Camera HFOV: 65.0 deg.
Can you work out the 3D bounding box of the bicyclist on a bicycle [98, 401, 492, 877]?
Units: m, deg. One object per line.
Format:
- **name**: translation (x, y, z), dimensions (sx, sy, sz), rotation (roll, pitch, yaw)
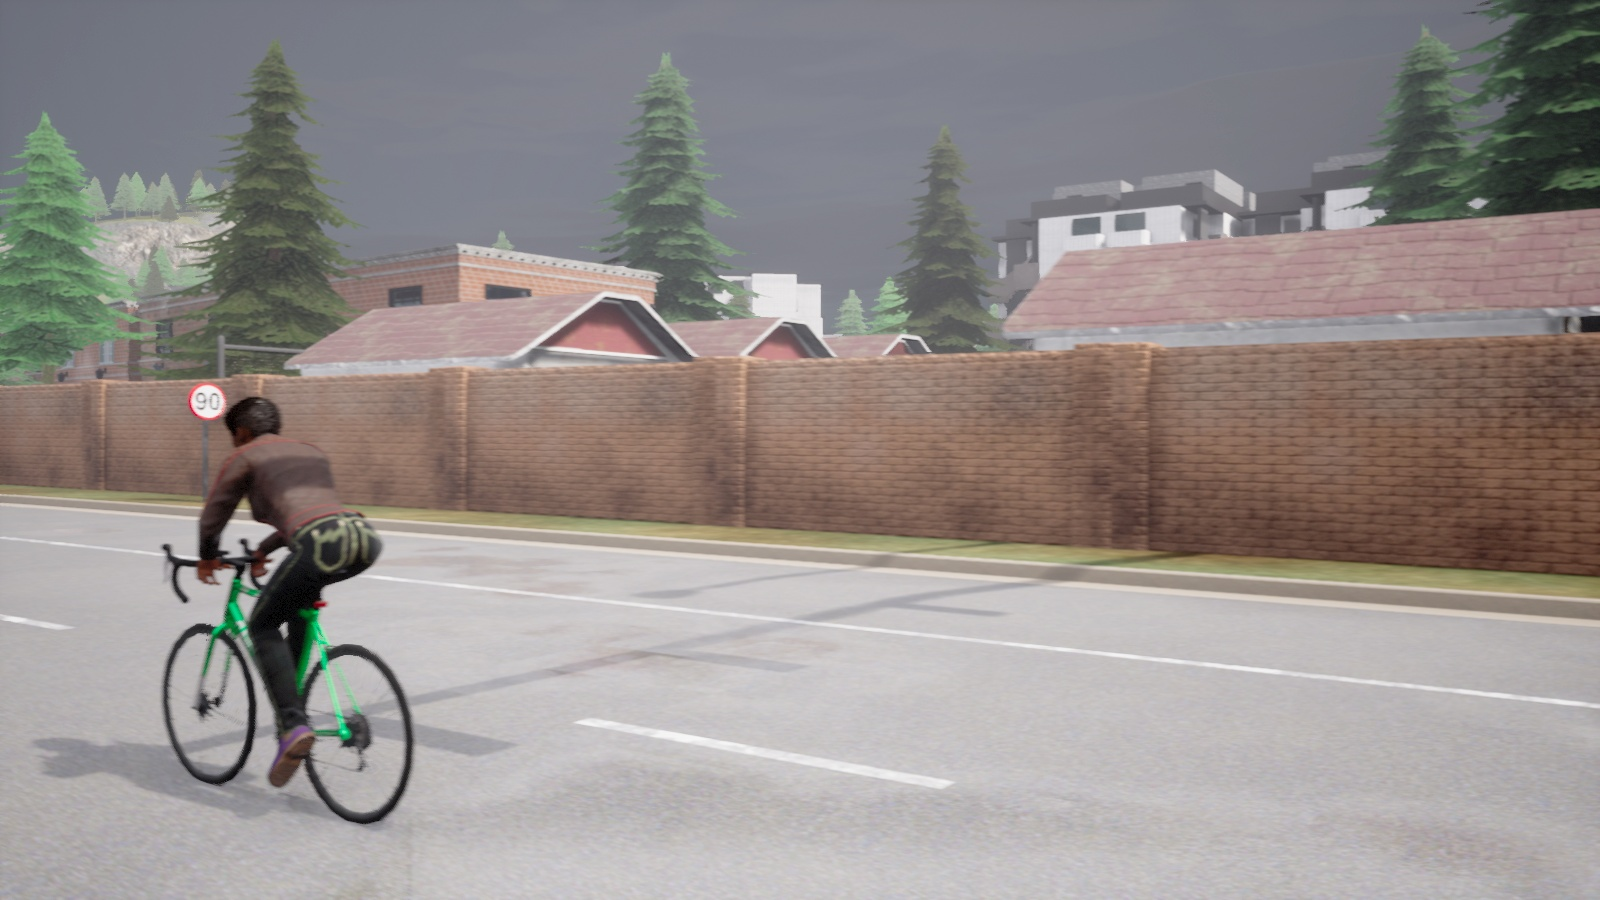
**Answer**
- **bicyclist on a bicycle**: translation (-2.034, 0.648, 4.975), dimensions (1.656, 1.620, 0.582), rotation (-1, 1, 34)
